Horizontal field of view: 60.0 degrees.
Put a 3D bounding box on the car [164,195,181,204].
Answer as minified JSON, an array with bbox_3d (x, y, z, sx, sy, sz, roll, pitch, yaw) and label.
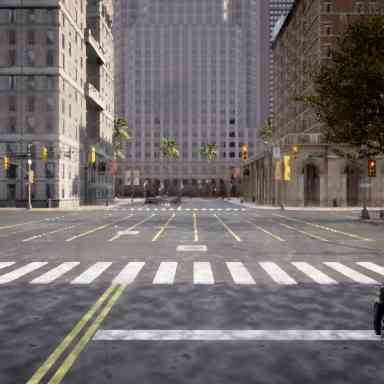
[{"bbox_3d":[-3.624,1.505,62.197,1.837,1.490,4.892,0,0,1],"label":"car"}]

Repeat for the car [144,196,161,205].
[{"bbox_3d":[-7.143,1.564,58.142,1.994,1.385,4.181,0,0,0],"label":"car"}]

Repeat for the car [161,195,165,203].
[{"bbox_3d":[-6.987,1.524,70.466,1.812,1.442,4.674,0,0,1],"label":"car"}]

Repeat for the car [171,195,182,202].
[{"bbox_3d":[-3.448,1.525,74.708,2.128,1.511,4.902,0,0,1],"label":"car"}]

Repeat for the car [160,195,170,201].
[{"bbox_3d":[-6.849,1.458,85.442,2.033,1.411,5.357,0,0,1],"label":"car"}]

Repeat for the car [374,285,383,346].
[{"bbox_3d":[3.494,1.497,2.850,2.128,1.511,4.902,0,0,1],"label":"car"}]
